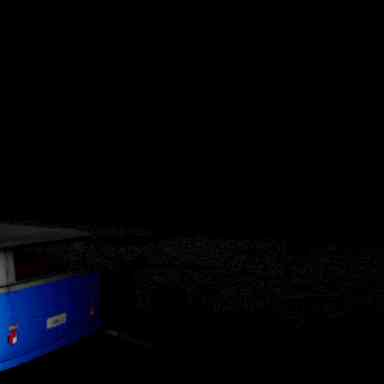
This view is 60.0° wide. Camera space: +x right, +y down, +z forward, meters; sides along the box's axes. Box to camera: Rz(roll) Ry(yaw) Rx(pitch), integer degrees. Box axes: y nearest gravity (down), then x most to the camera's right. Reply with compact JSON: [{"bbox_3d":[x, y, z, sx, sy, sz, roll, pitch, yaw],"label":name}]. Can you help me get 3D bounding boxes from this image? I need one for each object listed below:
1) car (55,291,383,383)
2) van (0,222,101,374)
[{"bbox_3d":[1.365,1.544,1.992,4.507,1.381,1.887,-1,0,35],"label":"car"},{"bbox_3d":[-3.204,1.393,5.248,3.998,1.788,1.690,-1,0,35],"label":"van"}]
